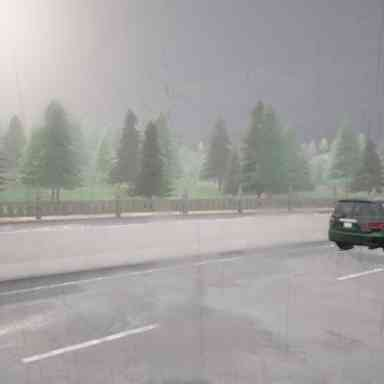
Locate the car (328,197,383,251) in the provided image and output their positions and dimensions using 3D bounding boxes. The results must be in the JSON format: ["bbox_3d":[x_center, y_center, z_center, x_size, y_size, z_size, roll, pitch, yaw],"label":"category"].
[{"bbox_3d":[7.673,1.220,12.728,5.566,2.045,2.150,0,0,-30],"label":"car"}]

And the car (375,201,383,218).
[{"bbox_3d":[18.756,1.522,29.469,4.674,1.442,1.812,0,0,-19],"label":"car"}]

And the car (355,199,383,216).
[{"bbox_3d":[19.095,1.487,33.272,4.902,1.511,2.128,0,0,-18],"label":"car"}]
